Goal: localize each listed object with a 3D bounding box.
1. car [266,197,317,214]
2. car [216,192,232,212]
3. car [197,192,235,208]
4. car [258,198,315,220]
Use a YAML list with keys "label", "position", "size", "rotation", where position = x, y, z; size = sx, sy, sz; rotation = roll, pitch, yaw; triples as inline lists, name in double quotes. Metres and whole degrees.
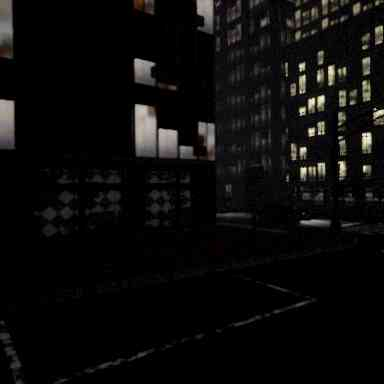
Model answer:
- label: "car"
  position: [9.775, 1.265, 33.151]
  size: [1.752, 1.417, 4.829]
  rotation: [-1, 1, -35]
- label: "car"
  position: [1.831, 1.142, 34.503]
  size: [2.097, 1.767, 4.553]
  rotation: [-1, 1, -35]
- label: "car"
  position: [3.003, 0.951, 42.993]
  size: [2.192, 1.841, 5.009]
  rotation: [-1, 1, -35]
- label: "car"
  position: [7.276, 1.436, 26.644]
  size: [1.994, 1.385, 4.181]
  rotation: [-1, 1, -35]
